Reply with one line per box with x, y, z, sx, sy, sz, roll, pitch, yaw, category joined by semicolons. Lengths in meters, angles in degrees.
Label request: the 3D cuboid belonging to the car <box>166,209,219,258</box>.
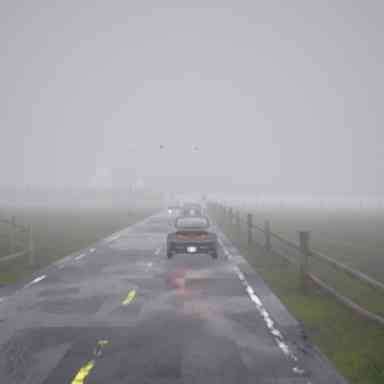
0.015;1.662;13.474;1.837;1.490;4.892;0;0;0;car

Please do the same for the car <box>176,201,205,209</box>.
0.013;1.677;28.418;2.097;1.767;4.553;0;-1;0;car

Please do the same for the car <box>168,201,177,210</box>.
-2.768;2.161;53.508;2.033;1.411;5.357;0;-1;0;car
